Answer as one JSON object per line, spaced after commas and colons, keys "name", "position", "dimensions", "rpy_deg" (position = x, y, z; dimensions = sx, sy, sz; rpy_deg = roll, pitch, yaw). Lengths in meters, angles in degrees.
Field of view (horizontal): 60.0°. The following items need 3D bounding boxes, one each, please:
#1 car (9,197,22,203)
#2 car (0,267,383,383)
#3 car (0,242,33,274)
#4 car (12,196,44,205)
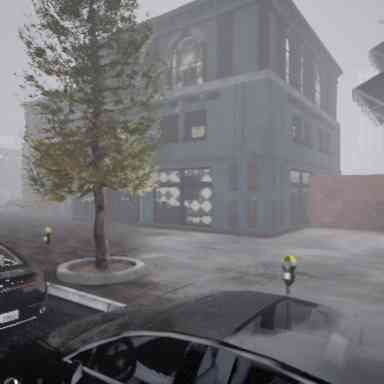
{"name": "car", "position": [-25.063, 1.474, 49.591], "dimensions": [1.887, 1.381, 4.507], "rpy_deg": [0, 0, 35]}
{"name": "car", "position": [0.151, 1.560, 2.767], "dimensions": [4.313, 1.339, 1.947], "rpy_deg": [0, 0, 36]}
{"name": "car", "position": [-4.356, 1.523, 5.984], "dimensions": [4.403, 1.369, 2.008], "rpy_deg": [0, 0, 36]}
{"name": "car", "position": [-28.882, 1.445, 58.820], "dimensions": [1.752, 1.417, 4.829], "rpy_deg": [0, 0, 35]}
